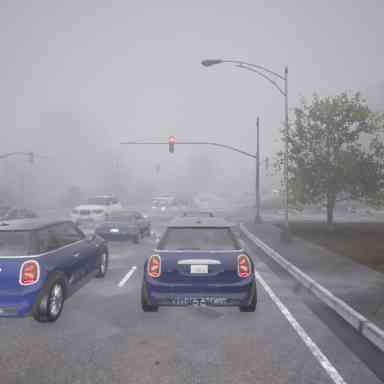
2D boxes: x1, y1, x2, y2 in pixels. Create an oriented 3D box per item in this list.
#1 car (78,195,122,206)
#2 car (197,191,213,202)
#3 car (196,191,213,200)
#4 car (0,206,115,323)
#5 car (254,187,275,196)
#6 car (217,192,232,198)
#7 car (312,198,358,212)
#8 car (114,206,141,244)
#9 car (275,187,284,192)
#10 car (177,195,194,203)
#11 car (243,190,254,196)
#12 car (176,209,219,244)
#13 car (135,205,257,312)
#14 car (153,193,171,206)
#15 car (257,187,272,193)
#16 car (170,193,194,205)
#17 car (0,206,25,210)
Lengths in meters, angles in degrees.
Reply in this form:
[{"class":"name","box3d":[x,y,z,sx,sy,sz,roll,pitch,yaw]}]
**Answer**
[{"class":"car","box3d":[-6.595,1.270,23.666,2.150,2.045,5.566,0,0,4]},{"class":"car","box3d":[2.898,1.208,67.463,1.812,1.442,4.674,0,2,22]},{"class":"car","box3d":[2.930,0.663,76.029,2.097,1.767,4.553,0,3,26]},{"class":"car","box3d":[-3.365,1.361,7.392,2.097,1.767,4.553,0,0,0]},{"class":"car","box3d":[17.659,0.140,80.965,2.128,1.511,4.902,0,3,33]},{"class":"car","box3d":[7.518,0.714,77.364,1.895,1.301,4.718,0,3,28]},{"class":"car","box3d":[16.433,1.531,38.418,4.892,1.490,1.837,-1,0,4]},{"class":"car","box3d":[-3.200,1.593,16.004,1.994,1.385,4.181,0,0,2]},{"class":"car","box3d":[23.399,-0.601,89.366,1.882,1.535,5.008,0,3,38]},{"class":"car","box3d":[-1.215,1.341,66.544,1.994,1.385,4.181,0,2,21]},{"class":"car","box3d":[14.130,0.204,81.901,1.812,1.442,4.674,0,3,33]},{"class":"car","box3d":[0.326,1.632,16.927,1.895,1.301,4.718,0,0,2]},{"class":"car","box3d":[0.139,1.361,7.896,2.097,1.767,4.553,0,0,0]},{"class":"car","box3d":[-4.723,1.269,56.427,2.150,2.045,5.566,0,1,15]},{"class":"car","box3d":[19.799,-0.524,90.386,2.128,1.511,4.902,0,3,38]},{"class":"car","box3d":[-1.318,1.264,55.593,2.150,2.045,5.566,0,1,16]},{"class":"car","box3d":[-10.312,1.526,18.166,2.128,1.511,4.902,0,0,2]}]
